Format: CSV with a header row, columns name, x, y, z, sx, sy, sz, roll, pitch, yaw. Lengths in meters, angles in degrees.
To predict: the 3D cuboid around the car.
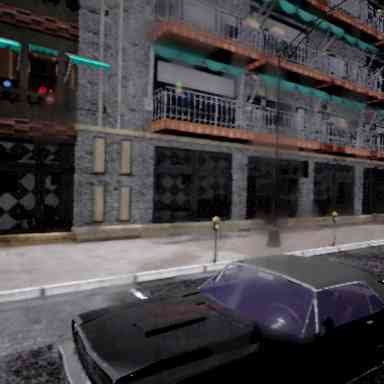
name,x,y,z,sx,sy,sz,roll,pitch,yaw
car,0.982,1.551,4.038,4.718,1.301,1.895,0,1,-33
